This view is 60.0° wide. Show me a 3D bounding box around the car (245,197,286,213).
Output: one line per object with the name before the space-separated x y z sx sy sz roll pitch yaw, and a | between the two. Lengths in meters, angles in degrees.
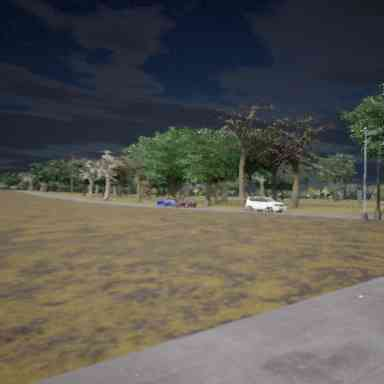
car | 9.273 1.642 42.399 2.150 2.045 5.566 3 -2 -36

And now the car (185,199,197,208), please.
car | -1.095 2.097 63.170 2.097 1.767 4.553 3 -2 -35

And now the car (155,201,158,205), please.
car | -5.890 2.109 69.870 1.882 1.535 5.008 3 -2 -35

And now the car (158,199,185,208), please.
car | -3.716 2.130 60.731 1.812 1.442 4.674 3 -2 -35
